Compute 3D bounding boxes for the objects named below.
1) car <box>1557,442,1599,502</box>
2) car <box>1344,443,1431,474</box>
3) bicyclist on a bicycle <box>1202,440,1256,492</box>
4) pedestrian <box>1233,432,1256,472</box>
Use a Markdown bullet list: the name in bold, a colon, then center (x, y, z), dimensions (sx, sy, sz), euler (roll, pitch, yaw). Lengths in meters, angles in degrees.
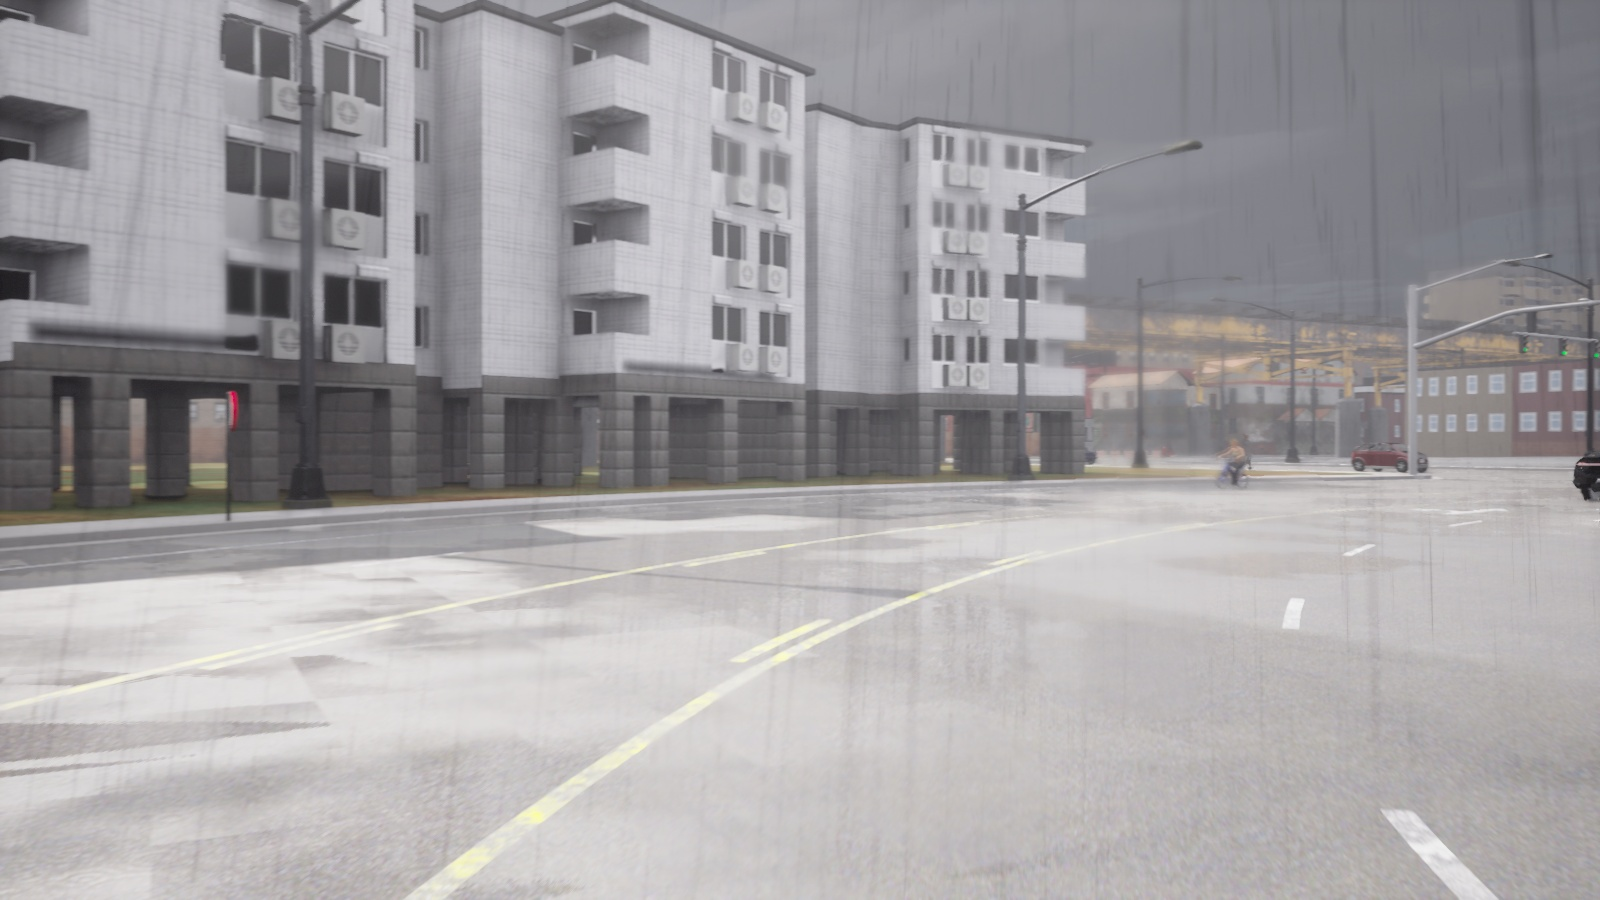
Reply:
- **car**: center (22.270, 0.562, 32.853), dimensions (4.902, 1.511, 2.128), euler (0, 0, -30)
- **car**: center (30.084, 0.422, 64.350), dimensions (1.789, 1.549, 3.705), euler (0, 0, -28)
- **bicyclist on a bicycle**: center (13.636, 0.485, 39.951), dimensions (1.509, 1.612, 0.866), euler (0, 1, -32)
- **pedestrian**: center (21.984, 0.099, 62.144), dimensions (0.659, 1.952, 0.873), euler (0, 0, -23)
